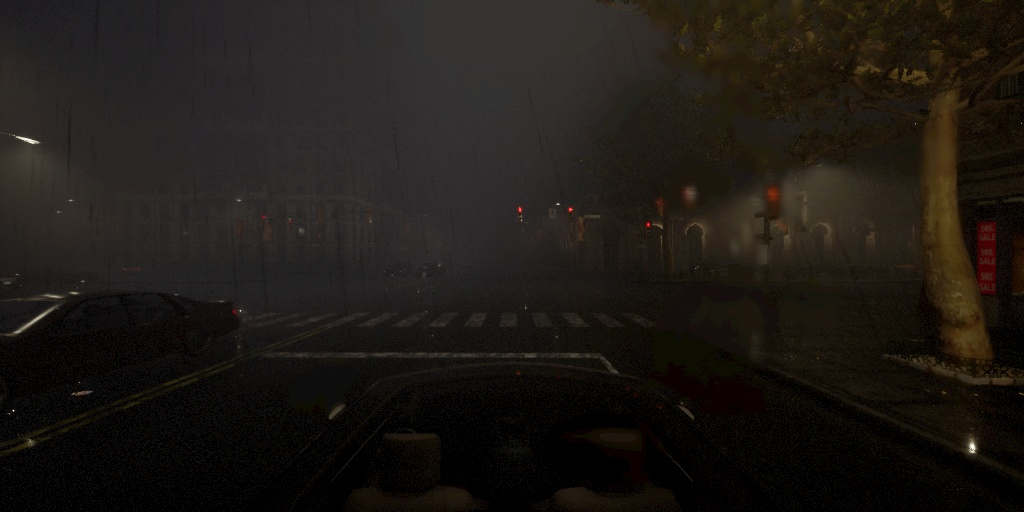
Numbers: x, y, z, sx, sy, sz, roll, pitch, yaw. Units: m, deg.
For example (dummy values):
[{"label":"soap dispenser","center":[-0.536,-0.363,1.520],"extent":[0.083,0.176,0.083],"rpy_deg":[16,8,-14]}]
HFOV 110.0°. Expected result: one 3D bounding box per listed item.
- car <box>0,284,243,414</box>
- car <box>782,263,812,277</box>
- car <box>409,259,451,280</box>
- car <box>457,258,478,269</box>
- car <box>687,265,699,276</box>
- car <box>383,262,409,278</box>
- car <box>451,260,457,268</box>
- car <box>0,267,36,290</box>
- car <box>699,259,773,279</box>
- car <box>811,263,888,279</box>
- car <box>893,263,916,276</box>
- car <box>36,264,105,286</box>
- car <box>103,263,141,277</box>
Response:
[{"label":"car","center":[-7.094,1.297,5.815],"extent":[2.033,1.411,5.357],"rpy_deg":[0,0,0]},{"label":"car","center":[29.396,1.351,34.642],"extent":[4.718,1.301,1.895],"rpy_deg":[0,0,1]},{"label":"car","center":[-7.009,1.242,31.138],"extent":[2.128,1.511,4.902],"rpy_deg":[0,0,0]},{"label":"car","center":[-6.915,1.351,56.613],"extent":[1.895,1.301,4.718],"rpy_deg":[0,0,0]},{"label":"car","center":[19.456,1.102,34.733],"extent":[4.553,1.767,2.097],"rpy_deg":[0,0,0]},{"label":"car","center":[-10.498,1.297,34.132],"extent":[2.033,1.411,5.357],"rpy_deg":[0,0,0]},{"label":"car","center":[-10.409,1.276,57.146],"extent":[1.812,1.442,4.674],"rpy_deg":[0,0,0]},{"label":"car","center":[-30.499,1.242,19.988],"extent":[4.902,1.511,2.128],"rpy_deg":[0,0,1]},{"label":"car","center":[19.436,1.255,31.231],"extent":[4.892,1.490,1.837],"rpy_deg":[0,0,1]},{"label":"car","center":[29.383,1.351,31.142],"extent":[4.718,1.301,1.895],"rpy_deg":[0,0,1]},{"label":"car","center":[39.859,1.228,34.536],"extent":[5.008,1.535,1.882],"rpy_deg":[0,0,1]},{"label":"car","center":[-30.277,1.351,23.485],"extent":[4.718,1.301,1.895],"rpy_deg":[0,0,1]},{"label":"car","center":[-39.676,1.350,35.252],"extent":[4.718,1.301,1.895],"rpy_deg":[0,0,1]}]
